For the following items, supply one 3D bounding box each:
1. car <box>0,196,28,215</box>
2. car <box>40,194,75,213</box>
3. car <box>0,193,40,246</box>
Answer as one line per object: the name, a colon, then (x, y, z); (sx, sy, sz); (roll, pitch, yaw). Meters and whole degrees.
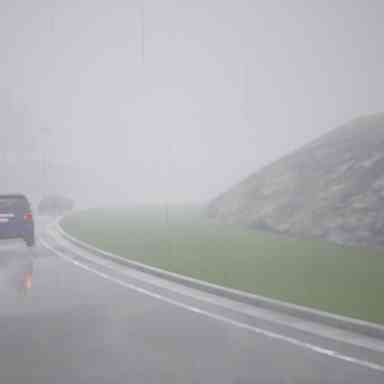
car: (-16.353, 1.158, 29.382); (1.812, 1.442, 4.674); (0, 0, -6)
car: (-12.985, 1.006, 32.212); (2.097, 1.767, 4.553); (1, 0, -3)
car: (-7.930, 1.046, 13.833); (2.150, 2.045, 5.566); (0, 0, -31)
